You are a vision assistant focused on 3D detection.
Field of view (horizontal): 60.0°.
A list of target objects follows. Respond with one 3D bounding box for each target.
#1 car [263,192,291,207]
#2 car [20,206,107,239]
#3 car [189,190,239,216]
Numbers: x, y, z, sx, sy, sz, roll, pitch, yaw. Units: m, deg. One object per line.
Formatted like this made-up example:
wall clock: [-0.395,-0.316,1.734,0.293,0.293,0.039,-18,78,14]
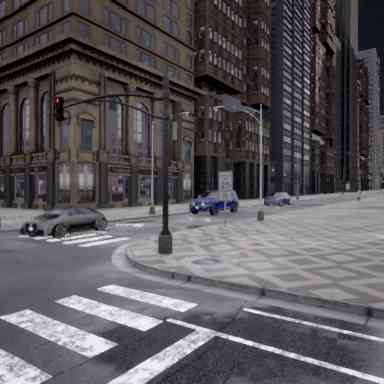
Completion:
car: [10.351,0.796,40.268,2.097,1.767,4.553,0,1,36]
car: [-6.154,1.401,16.366,1.994,1.385,4.181,0,1,28]
car: [2.014,0.858,28.609,2.150,2.045,5.566,0,1,36]
